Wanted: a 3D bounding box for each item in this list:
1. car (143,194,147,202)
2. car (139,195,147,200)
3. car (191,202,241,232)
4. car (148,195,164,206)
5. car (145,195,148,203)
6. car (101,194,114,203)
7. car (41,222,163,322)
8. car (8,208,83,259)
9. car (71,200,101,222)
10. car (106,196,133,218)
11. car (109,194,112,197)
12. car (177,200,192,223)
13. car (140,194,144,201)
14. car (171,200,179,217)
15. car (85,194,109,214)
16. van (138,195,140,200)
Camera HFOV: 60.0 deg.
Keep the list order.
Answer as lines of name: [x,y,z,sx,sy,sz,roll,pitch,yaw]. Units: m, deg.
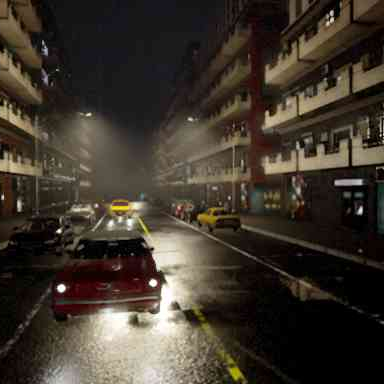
car: [-7.773,1.503,63.831,1.752,1.417,4.829,-1,0,-12]
car: [-13.516,1.522,91.071,2.008,1.369,4.403,-1,0,-12]
car: [1.472,1.517,19.978,1.752,1.417,4.829,-1,0,-12]
car: [-5.427,1.546,52.701,1.947,1.339,4.313,-1,0,-12]
car: [-6.583,1.530,58.183,2.008,1.369,4.403,-1,0,-12]
car: [-17.103,1.291,67.444,2.192,1.841,5.009,-1,0,-12]
car: [-1.797,1.598,7.483,1.895,1.301,4.718,0,0,-12]
car: [-5.543,1.545,12.630,2.008,1.369,4.403,-1,0,-12]
car: [-7.854,1.541,23.593,2.008,1.369,4.403,-1,0,-12]
car: [-6.432,1.465,29.932,1.882,1.535,5.008,0,0,-12]
car: [-15.944,1.529,61.963,2.008,1.369,4.403,-1,0,-12]
car: [0.352,1.556,25.293,1.947,1.339,4.313,-1,0,-12]
car: [-10.051,1.415,74.627,1.967,1.590,4.097,-1,0,-12]
car: [-0.806,1.428,30.774,1.967,1.590,4.097,-1,0,-12]
car: [-10.169,1.301,34.555,2.192,1.841,5.009,-1,0,-12]
van: [-12.364,1.314,85.590,1.690,1.788,3.998,-1,0,-12]
